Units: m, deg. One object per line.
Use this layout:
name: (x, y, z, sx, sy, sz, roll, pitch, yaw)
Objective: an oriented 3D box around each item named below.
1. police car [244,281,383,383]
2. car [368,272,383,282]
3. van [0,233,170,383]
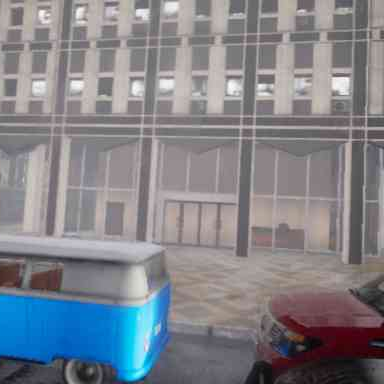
police car: (2.873, 1.704, 2.019, 5.238, 1.638, 1.930, 2, -3, 12)
car: (3.316, 1.728, 3.887, 5.009, 1.841, 2.192, 2, -3, 10)
van: (-2.280, 1.555, 4.870, 3.998, 1.788, 1.690, 2, -3, 10)
